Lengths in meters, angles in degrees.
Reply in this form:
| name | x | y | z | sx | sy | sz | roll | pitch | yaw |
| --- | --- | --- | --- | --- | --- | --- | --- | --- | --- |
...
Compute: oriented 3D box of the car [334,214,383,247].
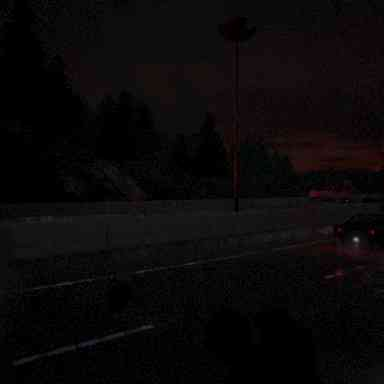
| name | x | y | z | sx | sy | sz | roll | pitch | yaw |
| --- | --- | --- | --- | --- | --- | --- | --- | --- | --- |
| car | 8.314 | 1.616 | 14.820 | 4.718 | 1.301 | 1.895 | 0 | 0 | -40 |
